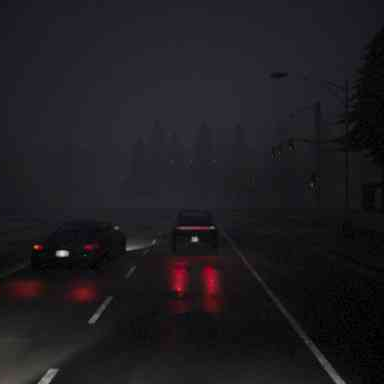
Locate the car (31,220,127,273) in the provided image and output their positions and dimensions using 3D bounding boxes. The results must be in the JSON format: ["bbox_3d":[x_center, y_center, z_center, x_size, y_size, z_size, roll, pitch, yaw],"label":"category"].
[{"bbox_3d":[-3.401,1.587,10.742,1.994,1.385,4.181,0,0,0],"label":"car"}]

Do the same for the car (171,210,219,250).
[{"bbox_3d":[0.105,1.521,14.372,2.128,1.511,4.902,0,0,0],"label":"car"}]
